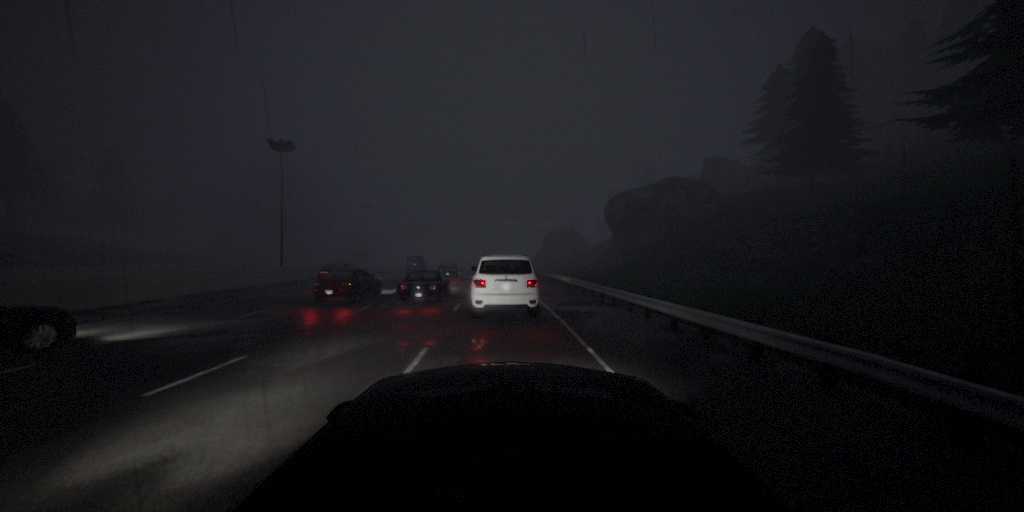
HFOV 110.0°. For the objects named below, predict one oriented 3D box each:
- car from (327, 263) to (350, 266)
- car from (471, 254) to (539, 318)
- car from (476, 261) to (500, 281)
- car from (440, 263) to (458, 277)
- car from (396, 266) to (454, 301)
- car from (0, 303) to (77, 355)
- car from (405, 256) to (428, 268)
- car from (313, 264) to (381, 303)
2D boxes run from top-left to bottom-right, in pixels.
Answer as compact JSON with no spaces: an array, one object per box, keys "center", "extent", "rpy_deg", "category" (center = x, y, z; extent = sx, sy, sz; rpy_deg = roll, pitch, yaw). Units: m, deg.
[{"center":[-11.935,1.259,25.202],"extent":[2.128,1.511,4.902],"rpy_deg":[0,0,-7],"category":"car"},{"center":[-0.323,0.968,13.245],"extent":[2.150,2.045,5.566],"rpy_deg":[0,0,-3],"category":"car"},{"center":[-2.185,1.250,31.520],"extent":[1.837,1.490,4.892],"rpy_deg":[0,0,-8],"category":"car"},{"center":[-6.268,1.353,35.133],"extent":[1.895,1.301,4.718],"rpy_deg":[0,0,-9],"category":"car"},{"center":[-4.112,1.354,17.376],"extent":[1.895,1.301,4.718],"rpy_deg":[0,0,-4],"category":"car"},{"center":[-10.532,1.275,5.865],"extent":[1.837,1.490,4.892],"rpy_deg":[0,0,-1],"category":"car"},{"center":[-10.788,0.981,40.517],"extent":[2.150,2.045,5.566],"rpy_deg":[0,0,-11],"category":"car"},{"center":[-7.600,1.286,16.851],"extent":[1.812,1.442,4.674],"rpy_deg":[0,0,-4],"category":"car"}]
